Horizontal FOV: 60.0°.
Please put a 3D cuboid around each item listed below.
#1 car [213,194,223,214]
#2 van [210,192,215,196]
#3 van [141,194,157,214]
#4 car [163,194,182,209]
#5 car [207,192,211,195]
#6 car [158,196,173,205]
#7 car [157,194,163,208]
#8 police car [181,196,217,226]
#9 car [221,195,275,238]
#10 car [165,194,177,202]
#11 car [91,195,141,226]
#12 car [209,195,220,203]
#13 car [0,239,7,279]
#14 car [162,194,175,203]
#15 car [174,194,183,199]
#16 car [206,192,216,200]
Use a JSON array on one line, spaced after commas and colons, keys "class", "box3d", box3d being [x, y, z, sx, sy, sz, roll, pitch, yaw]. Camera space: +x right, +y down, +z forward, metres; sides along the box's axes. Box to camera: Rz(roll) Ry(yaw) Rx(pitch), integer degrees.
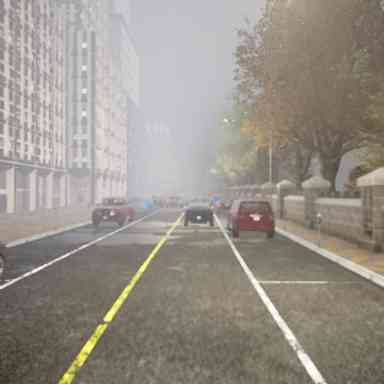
[{"class": "car", "box3d": [3.372, 1.332, 33.673, 1.967, 1.590, 4.097, 1, 0, 2]}, {"class": "van", "box3d": [3.663, 1.191, 44.627, 1.690, 1.788, 3.998, 1, 0, 2]}, {"class": "van", "box3d": [-5.003, 1.235, 33.942, 1.690, 1.788, 3.998, 1, 0, 2]}, {"class": "car", "box3d": [-2.172, 1.211, 42.900, 2.097, 1.767, 4.553, 0, 0, 2]}, {"class": "car", "box3d": [3.951, 1.244, 55.580, 1.967, 1.590, 4.097, 1, 0, 2]}, {"class": "car", "box3d": [-4.427, 1.356, 55.832, 2.008, 1.369, 4.403, 1, 0, 2]}, {"class": "car", "box3d": [-4.714, 1.166, 44.886, 2.192, 1.841, 5.009, 1, 0, 2]}, {"class": "police car", "box3d": [0.493, 1.356, 22.931, 1.930, 1.638, 5.238, 0, 0, 1]}, {"class": "car", "box3d": [2.939, 1.265, 17.243, 2.192, 1.841, 5.009, 1, 0, 2]}, {"class": "car", "box3d": [-4.137, 1.195, 66.777, 1.967, 1.590, 4.097, 1, 0, 2]}, {"class": "car", "box3d": [-5.292, 1.248, 22.997, 2.192, 1.841, 5.009, 1, 0, 2]}, {"class": "car", "box3d": [4.094, 1.345, 61.059, 1.947, 1.339, 4.313, 1, 0, 2]}, {"class": "car", "box3d": [-5.653, 1.548, 6.929, 1.947, 1.339, 4.313, 1, 0, 1]}, {"class": "car", "box3d": [-4.281, 1.221, 61.305, 1.967, 1.590, 4.097, 1, 0, 2]}, {"class": "car", "box3d": [-3.560, 1.195, 88.667, 2.008, 1.369, 4.403, 1, 0, 2]}, {"class": "car", "box3d": [4.675, 0.986, 82.964, 2.192, 1.841, 5.009, 1, 0, 2]}]
